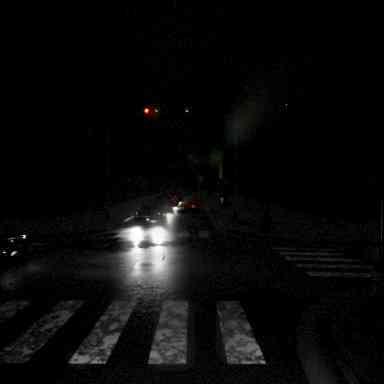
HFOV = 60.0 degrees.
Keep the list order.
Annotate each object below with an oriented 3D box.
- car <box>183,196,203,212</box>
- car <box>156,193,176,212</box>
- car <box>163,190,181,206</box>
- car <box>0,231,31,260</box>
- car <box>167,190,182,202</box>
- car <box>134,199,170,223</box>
[{"bbox_3d":[0.094,1.142,33.807,1.882,1.535,5.008,0,1,0],"label":"car"},{"bbox_3d":[-2.867,1.182,33.043,1.837,1.490,4.892,0,1,0],"label":"car"},{"bbox_3d":[-2.864,0.715,43.711,2.150,2.045,5.566,0,1,0],"label":"car"},{"bbox_3d":[-7.497,1.478,9.921,4.718,1.301,1.895,1,0,0],"label":"car"},{"bbox_3d":[-2.824,0.637,54.060,2.097,1.767,4.553,0,1,0],"label":"car"},{"bbox_3d":[-2.863,1.425,23.674,1.895,1.301,4.718,0,1,0],"label":"car"}]
